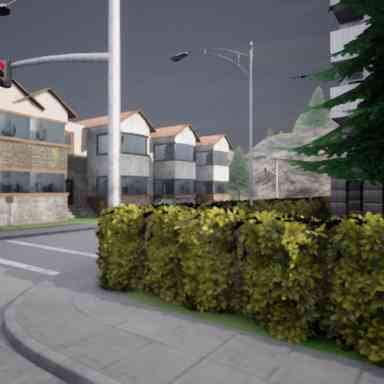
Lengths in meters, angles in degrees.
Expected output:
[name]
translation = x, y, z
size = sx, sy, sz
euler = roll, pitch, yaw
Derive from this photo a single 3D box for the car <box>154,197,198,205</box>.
[car]
translation = -1.562, 1.390, 23.629
size = 2.150, 2.045, 5.566
euler = 0, 0, 35
